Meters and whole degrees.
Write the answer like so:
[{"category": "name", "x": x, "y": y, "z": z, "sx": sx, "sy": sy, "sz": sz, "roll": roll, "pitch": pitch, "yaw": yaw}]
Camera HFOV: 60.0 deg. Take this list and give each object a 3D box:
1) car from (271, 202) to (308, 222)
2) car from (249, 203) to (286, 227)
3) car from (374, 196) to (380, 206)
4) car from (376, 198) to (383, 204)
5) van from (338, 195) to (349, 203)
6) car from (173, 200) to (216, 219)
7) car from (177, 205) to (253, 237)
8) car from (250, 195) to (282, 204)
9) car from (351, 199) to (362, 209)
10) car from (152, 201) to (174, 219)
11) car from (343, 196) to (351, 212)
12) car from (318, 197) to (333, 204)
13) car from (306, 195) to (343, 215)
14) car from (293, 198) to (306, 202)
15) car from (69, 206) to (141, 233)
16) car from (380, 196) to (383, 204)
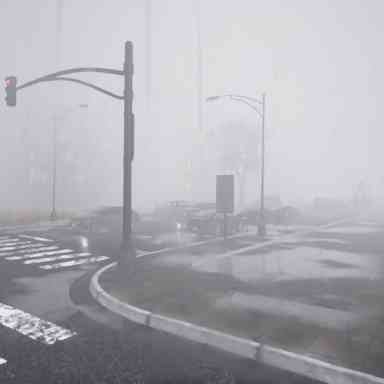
[{"category": "car", "x": 7.939, "y": 1.778, "z": 27.911, "sx": 1.802, "sy": 1.307, "sz": 4.206, "roll": 1, "pitch": 0, "yaw": 36}, {"category": "car", "x": 4.695, "y": 1.736, "z": 23.495, "sx": 1.947, "sy": 1.339, "sz": 4.313, "roll": 1, "pitch": 0, "yaw": 36}, {"category": "car", "x": 34.902, "y": 1.940, "z": 64.820, "sx": 1.752, "sy": 1.417, "sz": 4.829, "roll": 1, "pitch": 0, "yaw": 36}, {"category": "car", "x": 44.662, "y": 2.047, "z": 78.103, "sx": 2.008, "sy": 1.369, "sz": 4.403, "roll": 1, "pitch": 0, "yaw": 36}, {"category": "van", "x": 37.911, "y": 1.705, "z": 83.064, "sx": 1.690, "sy": 1.788, "sz": 3.998, "roll": 1, "pitch": 0, "yaw": 36}, {"category": "car", "x": 0.894, "y": 1.590, "z": 28.311, "sx": 1.837, "sy": 1.490, "sz": 4.892, "roll": 1, "pitch": 0, "yaw": 36}, {"category": "car", "x": 1.448, "y": 1.696, "z": 19.077, "sx": 2.008, "sy": 1.369, "sz": 4.403, "roll": 1, "pitch": 0, "yaw": 36}, {"category": "car", "x": 8.725, "y": 1.368, "z": 38.944, "sx": 2.150, "sy": 2.045, "sz": 5.566, "roll": 1, "pitch": 1, "yaw": 36}, {"category": "car", "x": 24.941, "y": 1.773, "z": 51.264, "sx": 1.967, "sy": 1.590, "sz": 4.097, "roll": 1, "pitch": 0, "yaw": 36}, {"category": "car", "x": -1.638, "y": 1.480, "z": 29.463, "sx": 1.967, "sy": 1.590, "sz": 4.097, "roll": 1, "pitch": 0, "yaw": 36}, {"category": "car", "x": 18.410, "y": 1.720, "z": 42.289, "sx": 1.967, "sy": 1.590, "sz": 4.097, "roll": 1, "pitch": 0, "yaw": 36}, {"category": "car", "x": 28.048, "y": 1.848, "z": 69.644, "sx": 1.947, "sy": 1.339, "sz": 4.313, "roll": 1, "pitch": 0, "yaw": 36}, {"category": "car", "x": 15.150, "y": 1.569, "z": 37.796, "sx": 2.192, "sy": 1.841, "sz": 5.009, "roll": 1, "pitch": 0, "yaw": 36}, {"category": "car", "x": 18.086, "y": 1.726, "z": 56.088, "sx": 1.752, "sy": 1.417, "sz": 4.829, "roll": 1, "pitch": 0, "yaw": 36}, {"category": "car", "x": -5.108, "y": 1.564, "z": 20.147, "sx": 1.812, "sy": 1.442, "sz": 4.674, "roll": 1, "pitch": 0, "yaw": 36}, {"category": "car", "x": 41.378, "y": 1.783, "z": 73.629, "sx": 2.192, "sy": 1.841, "sz": 5.009, "roll": 1, "pitch": 0, "yaw": 36}]
